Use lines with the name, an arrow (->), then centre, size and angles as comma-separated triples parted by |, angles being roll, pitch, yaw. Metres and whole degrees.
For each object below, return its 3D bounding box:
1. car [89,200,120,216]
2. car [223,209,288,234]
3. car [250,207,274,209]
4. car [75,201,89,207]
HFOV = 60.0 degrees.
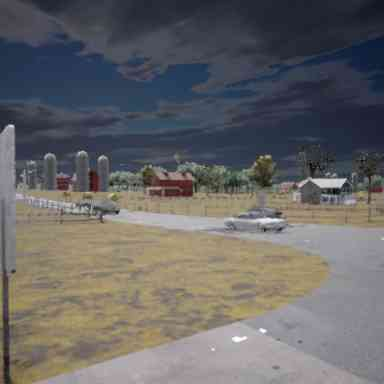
car -> -11.922, 2.133, 46.153 | 2.150, 2.045, 5.566 | -1, 1, -35
car -> 4.348, 2.093, 23.316 | 1.895, 1.301, 4.718 | -1, -1, -33
car -> 5.571, 2.019, 28.138 | 1.837, 1.490, 4.892 | -1, 0, -36
car -> -21.602, 2.341, 65.941 | 1.895, 1.301, 4.718 | -1, 1, -36
